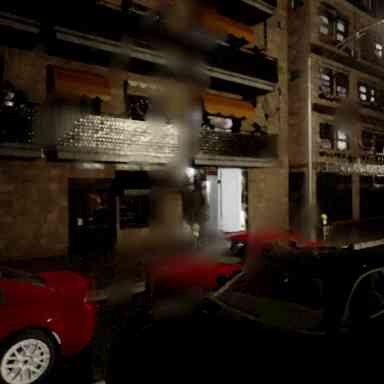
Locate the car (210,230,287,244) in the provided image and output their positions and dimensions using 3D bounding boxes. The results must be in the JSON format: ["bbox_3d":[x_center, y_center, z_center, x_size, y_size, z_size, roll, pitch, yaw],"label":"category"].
[{"bbox_3d":[1.185,1.540,6.976,4.507,1.381,1.887,0,-1,-36],"label":"car"}]

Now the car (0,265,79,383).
[{"bbox_3d":[-3.402,1.550,3.674,4.507,1.381,1.887,0,-1,-36],"label":"car"}]

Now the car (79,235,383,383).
[{"bbox_3d":[1.481,1.474,4.015,5.008,1.535,1.882,0,0,-36],"label":"car"}]
